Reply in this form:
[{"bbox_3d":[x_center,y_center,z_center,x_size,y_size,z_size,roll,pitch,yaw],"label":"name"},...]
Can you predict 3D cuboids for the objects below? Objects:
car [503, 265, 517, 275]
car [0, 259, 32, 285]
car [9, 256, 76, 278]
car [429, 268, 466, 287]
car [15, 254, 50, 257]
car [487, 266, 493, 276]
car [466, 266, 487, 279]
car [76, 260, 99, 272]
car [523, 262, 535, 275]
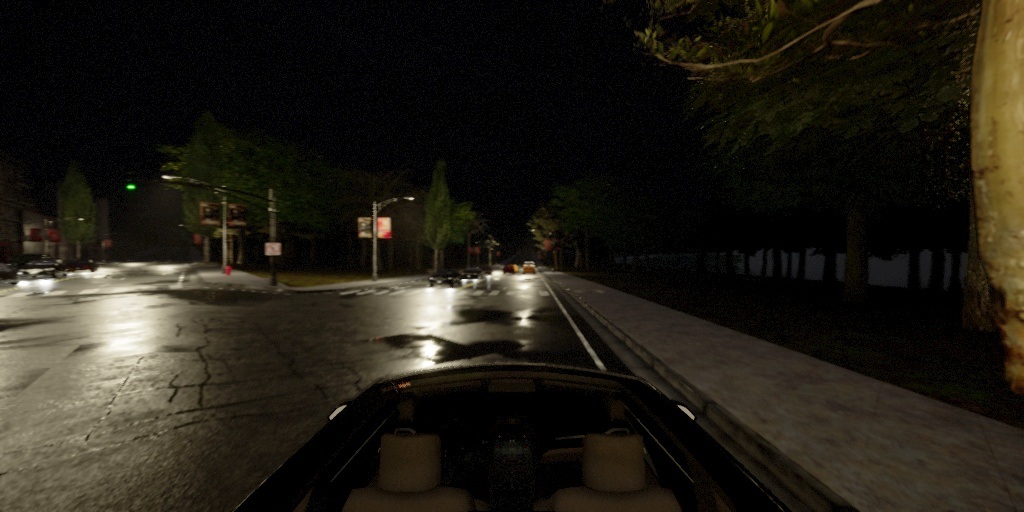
[{"bbox_3d":[-0.480,2.244,58.872,1.882,1.535,5.008,0,-1,3],"label":"car"},{"bbox_3d":[-29.632,1.077,20.094,2.033,1.411,5.357,-1,1,-41],"label":"car"},{"bbox_3d":[-37.293,1.003,28.632,2.128,1.511,4.902,-1,1,-41],"label":"car"},{"bbox_3d":[-5.333,1.705,29.234,1.812,1.442,4.674,0,-1,3],"label":"car"},{"bbox_3d":[-48.272,0.771,36.033,2.150,2.045,5.566,-1,0,-42],"label":"car"},{"bbox_3d":[-4.013,2.180,54.097,1.812,1.442,4.674,0,-1,4],"label":"car"},{"bbox_3d":[-4.631,1.957,42.390,2.033,1.411,5.357,0,-1,3],"label":"car"},{"bbox_3d":[-46.074,1.073,38.443,1.994,1.385,4.181,-1,1,-42],"label":"car"},{"bbox_3d":[2.764,2.242,58.704,1.882,1.535,5.008,0,-1,3],"label":"car"}]
